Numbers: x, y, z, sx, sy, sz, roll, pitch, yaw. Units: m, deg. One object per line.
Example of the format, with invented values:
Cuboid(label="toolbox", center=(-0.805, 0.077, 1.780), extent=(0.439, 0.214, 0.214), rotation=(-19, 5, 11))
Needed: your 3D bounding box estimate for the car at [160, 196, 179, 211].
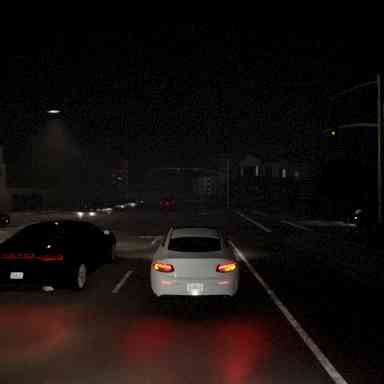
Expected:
Cuboid(label="car", center=(-3.351, 1.618, 47.832), extent=(2.150, 2.045, 5.566), rotation=(0, 0, 0))

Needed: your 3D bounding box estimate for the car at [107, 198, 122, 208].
Cuboid(label="car", center=(-14.067, 1.920, 56.750), extent=(2.128, 1.511, 4.902), rotation=(0, 0, 0))

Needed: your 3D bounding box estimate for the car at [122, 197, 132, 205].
Cuboid(label="car", center=(-13.995, 1.912, 66.522), extent=(2.033, 1.411, 5.357), rotation=(0, 1, 1))

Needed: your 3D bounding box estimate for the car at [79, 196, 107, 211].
Cuboid(label="car", center=(-14.085, 1.606, 46.906), extent=(2.150, 2.045, 5.566), rotation=(0, -1, 0))

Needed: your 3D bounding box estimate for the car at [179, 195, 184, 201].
Cuboid(label="car", center=(-3.478, 1.716, 89.317), extent=(2.128, 1.511, 4.902), rotation=(0, -1, 0))

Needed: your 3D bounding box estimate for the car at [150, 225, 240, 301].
Cuboid(label="car", center=(0.069, 1.540, 8.224), extent=(1.812, 1.442, 4.674), rotation=(0, 0, 0))

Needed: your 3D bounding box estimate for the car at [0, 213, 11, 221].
Cuboid(label="car", center=(-14.547, 1.642, 22.070), extent=(4.674, 1.442, 1.812), rotation=(0, -1, 1))

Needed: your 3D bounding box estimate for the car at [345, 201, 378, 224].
Cuboid(label="car", center=(14.255, 1.491, 25.542), extent=(4.553, 1.767, 2.097), rotation=(0, -1, 0))

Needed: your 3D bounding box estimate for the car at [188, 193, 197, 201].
Cuboid(label="car", center=(0.022, 1.417, 89.352), extent=(2.150, 2.045, 5.566), rotation=(0, -1, 0))

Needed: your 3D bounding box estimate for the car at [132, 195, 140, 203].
Cuboid(label="car", center=(-13.981, 1.819, 76.803), extent=(1.895, 1.301, 4.718), rotation=(0, 1, 0))

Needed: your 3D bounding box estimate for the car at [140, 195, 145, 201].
Cuboid(label="car", center=(-13.978, 1.551, 89.190), extent=(2.097, 1.767, 4.553), rotation=(0, 0, 0))

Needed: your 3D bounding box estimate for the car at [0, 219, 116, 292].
Cuboid(label="car", center=(-3.427, 1.498, 9.011), extent=(1.882, 1.535, 5.008), rotation=(0, 0, 0))
